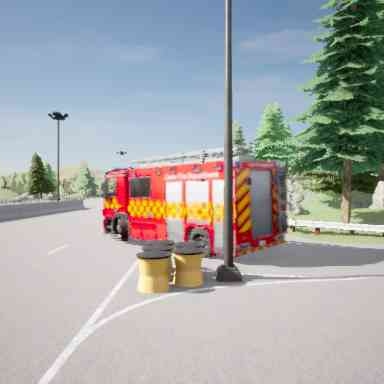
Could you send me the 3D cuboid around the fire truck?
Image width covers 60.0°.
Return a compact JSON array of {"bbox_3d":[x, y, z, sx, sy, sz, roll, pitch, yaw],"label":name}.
[{"bbox_3d":[-0.483,0.411,13.936,2.891,3.827,8.468,-4,2,-43],"label":"fire truck"}]
